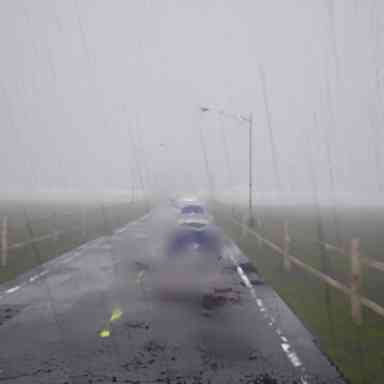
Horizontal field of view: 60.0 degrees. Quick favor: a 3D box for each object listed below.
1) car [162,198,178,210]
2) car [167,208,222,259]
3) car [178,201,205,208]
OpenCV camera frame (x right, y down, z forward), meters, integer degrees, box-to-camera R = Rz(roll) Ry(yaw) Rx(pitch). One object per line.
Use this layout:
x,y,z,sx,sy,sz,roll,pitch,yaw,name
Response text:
-2.838,1.545,43.523,1.812,1.442,4.674,0,0,0,car
0.075,1.529,12.525,1.812,1.442,4.674,0,0,0,car
0.076,1.487,28.042,1.882,1.535,5.008,0,0,0,car
